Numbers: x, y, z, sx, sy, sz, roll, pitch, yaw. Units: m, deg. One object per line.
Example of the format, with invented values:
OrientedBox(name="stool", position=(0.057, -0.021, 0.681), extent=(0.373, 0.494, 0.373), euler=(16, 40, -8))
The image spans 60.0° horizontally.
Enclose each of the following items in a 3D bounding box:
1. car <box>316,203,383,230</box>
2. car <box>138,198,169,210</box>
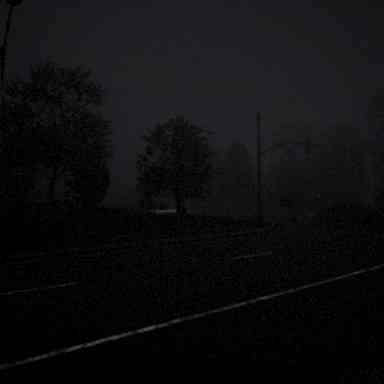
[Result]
OrientedBox(name="car", position=(10.478, 1.430, 20.817), extent=(2.033, 1.411, 5.357), euler=(-1, 1, -34))
OrientedBox(name="car", position=(-4.745, 1.376, 40.918), extent=(1.882, 1.535, 5.008), euler=(-1, 1, -39))
